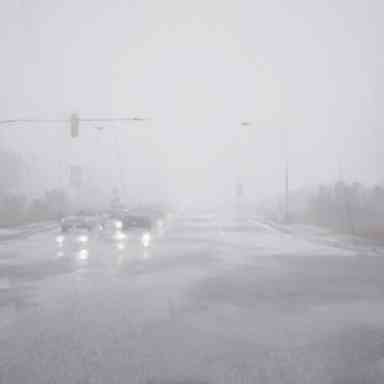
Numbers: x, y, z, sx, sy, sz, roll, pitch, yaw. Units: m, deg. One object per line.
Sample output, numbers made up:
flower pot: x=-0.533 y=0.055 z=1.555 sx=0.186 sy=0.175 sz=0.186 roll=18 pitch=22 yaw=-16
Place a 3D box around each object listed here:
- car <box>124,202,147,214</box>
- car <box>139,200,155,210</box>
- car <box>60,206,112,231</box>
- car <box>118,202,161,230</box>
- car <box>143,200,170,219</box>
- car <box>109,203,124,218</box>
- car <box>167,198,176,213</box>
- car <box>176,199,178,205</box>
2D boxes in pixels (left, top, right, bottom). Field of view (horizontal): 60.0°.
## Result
car: x=-7.059 y=1.985 z=42.157 sx=2.033 sy=1.411 sz=5.357 roll=0 pitch=-1 yaw=1
car: x=-7.026 y=2.023 z=52.577 sx=1.882 sy=1.535 sz=5.008 roll=0 pitch=0 yaw=1
car: x=-7.103 y=1.833 z=22.332 sx=1.895 sy=1.301 sz=4.718 roll=0 pitch=-1 yaw=1
car: x=-3.591 y=1.722 z=23.520 sx=1.882 sy=1.535 sz=5.008 roll=0 pitch=-1 yaw=0
car: x=-3.587 y=1.821 z=33.098 sx=1.882 sy=1.535 sz=5.008 roll=0 pitch=-1 yaw=0
car: x=-7.088 y=1.833 z=31.646 sx=1.837 sy=1.490 sz=4.892 roll=0 pitch=-1 yaw=0
car: x=-3.559 y=1.798 z=42.903 sx=2.097 sy=1.767 sz=4.553 roll=0 pitch=-1 yaw=0
car: x=-3.477 y=1.693 z=57.951 sx=1.882 sy=1.535 sz=5.008 roll=0 pitch=-1 yaw=0
